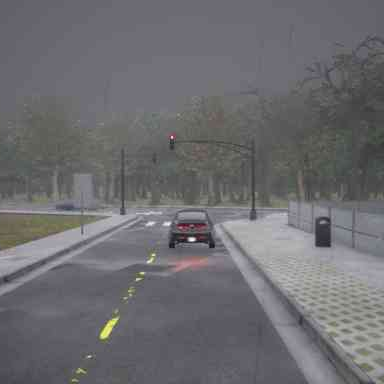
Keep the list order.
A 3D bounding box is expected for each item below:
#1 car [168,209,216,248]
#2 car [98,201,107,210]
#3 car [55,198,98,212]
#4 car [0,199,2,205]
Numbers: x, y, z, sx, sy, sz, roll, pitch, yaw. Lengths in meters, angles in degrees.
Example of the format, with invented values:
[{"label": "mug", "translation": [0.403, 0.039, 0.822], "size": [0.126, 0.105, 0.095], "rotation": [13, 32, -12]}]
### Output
[{"label": "car", "translation": [0.001, 1.508, 14.736], "size": [1.837, 1.490, 4.892], "rotation": [0, 0, 0]}, {"label": "car", "translation": [-12.813, 1.506, 41.077], "size": [4.902, 1.511, 2.128], "rotation": [0, 0, 23]}, {"label": "car", "translation": [-13.426, 1.528, 37.802], "size": [4.674, 1.442, 1.812], "rotation": [0, 0, 23]}, {"label": "car", "translation": [-35.346, 1.554, 58.036], "size": [4.902, 1.511, 2.128], "rotation": [0, 0, 24]}]
